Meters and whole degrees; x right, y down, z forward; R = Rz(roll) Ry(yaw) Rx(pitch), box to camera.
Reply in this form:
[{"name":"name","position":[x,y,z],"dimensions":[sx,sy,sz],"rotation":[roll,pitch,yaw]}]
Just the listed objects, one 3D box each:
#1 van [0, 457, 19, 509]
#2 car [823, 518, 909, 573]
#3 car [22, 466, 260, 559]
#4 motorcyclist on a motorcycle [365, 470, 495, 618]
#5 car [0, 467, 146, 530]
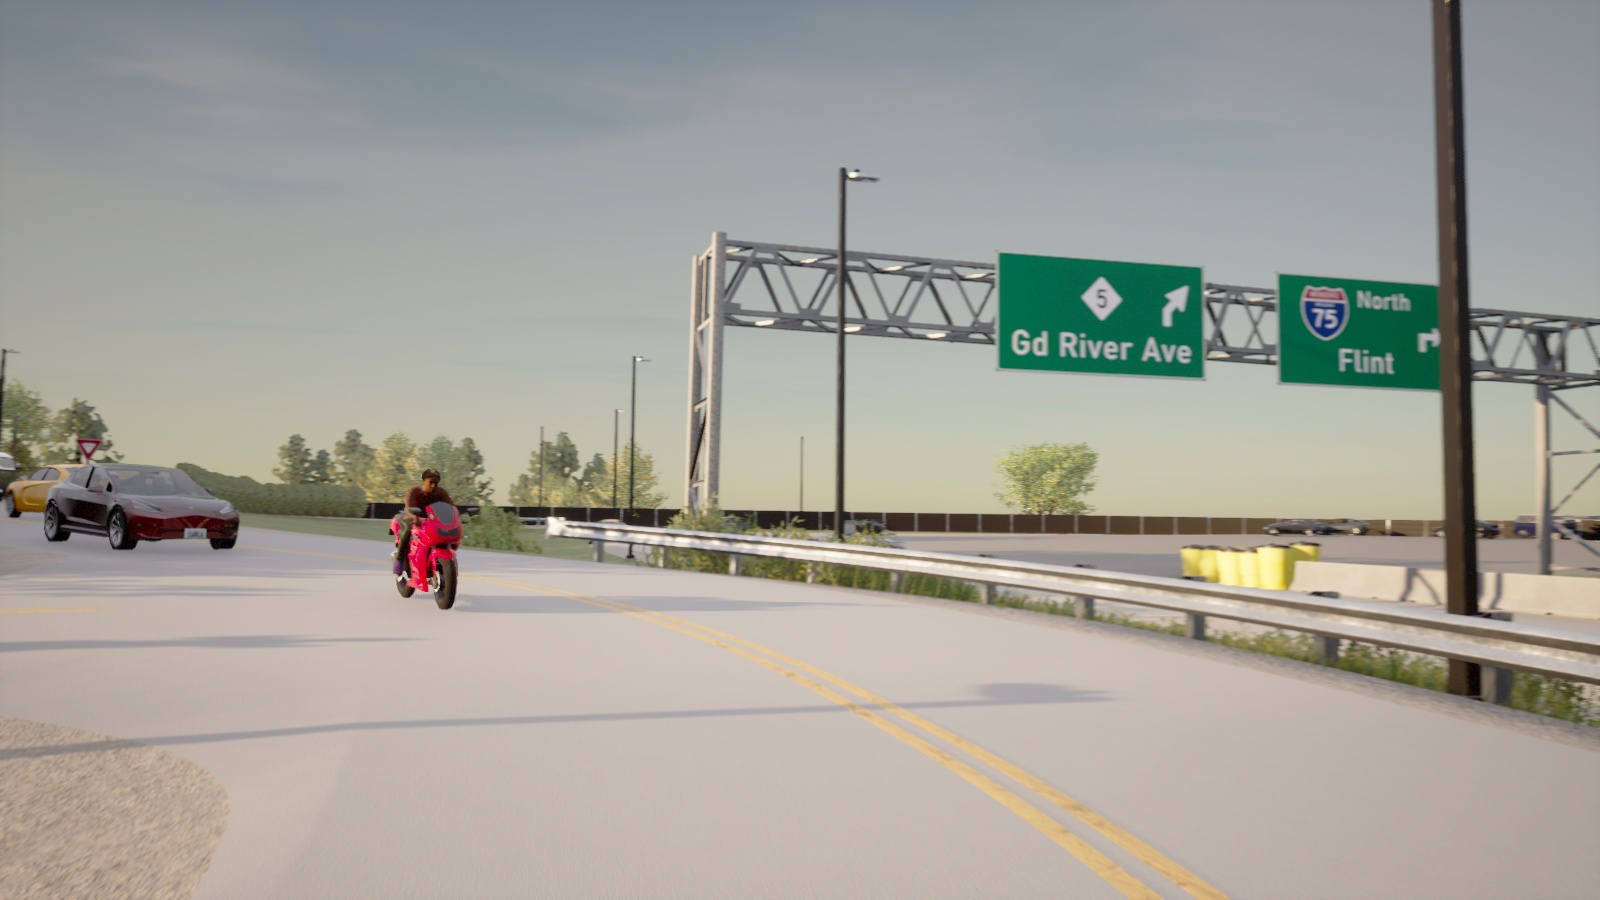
[{"name":"van","position":[-33.079,1.293,50.701],"dimensions":[2.069,2.038,4.480],"rotation":[2,-2,-25]},{"name":"car","position":[2.339,3.429,45.887],"dimensions":[1.932,1.855,4.605],"rotation":[1,-3,-13]},{"name":"car","position":[-12.093,1.092,22.908],"dimensions":[4.792,1.488,2.163],"rotation":[0,-3,41]},{"name":"motorcyclist on a motorcycle","position":[-4.180,0.996,14.070],"dimensions":[0.797,1.523,2.044],"rotation":[2,-1,-33]},{"name":"car","position":[-19.694,1.272,33.777],"dimensions":[5.008,1.535,1.882],"rotation":[0,-3,40]}]
